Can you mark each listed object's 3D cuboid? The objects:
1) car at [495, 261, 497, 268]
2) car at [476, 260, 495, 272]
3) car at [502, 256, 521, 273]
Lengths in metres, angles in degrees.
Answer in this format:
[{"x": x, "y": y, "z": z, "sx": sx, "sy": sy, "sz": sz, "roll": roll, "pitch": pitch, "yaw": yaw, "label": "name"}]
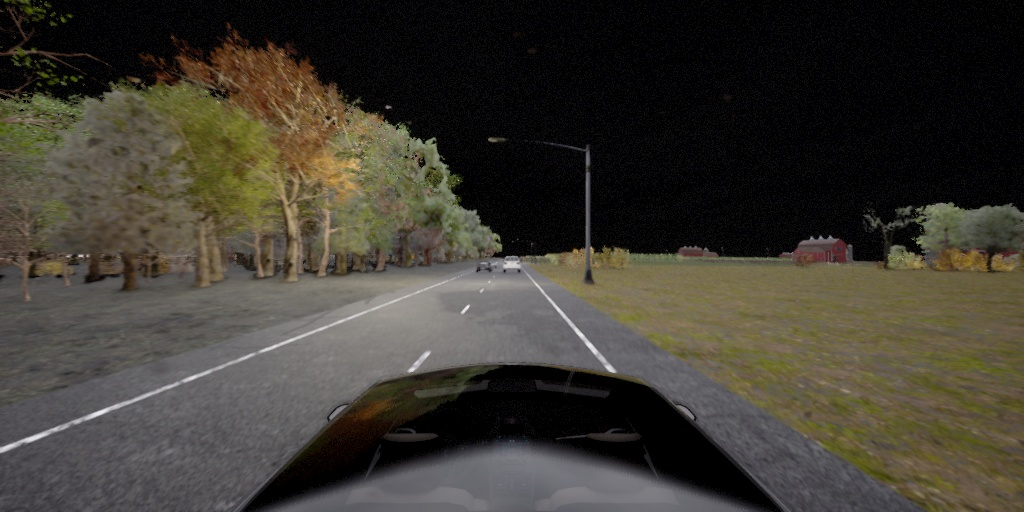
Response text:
[{"x": -3.483, "y": 1.410, "z": 61.100, "sx": 1.895, "sy": 1.301, "sz": 4.718, "roll": 0, "pitch": 0, "yaw": 1, "label": "car"}, {"x": -3.512, "y": 1.324, "z": 45.766, "sx": 1.812, "sy": 1.442, "sz": 4.674, "roll": 0, "pitch": 0, "yaw": 0, "label": "car"}, {"x": -0.015, "y": 1.020, "z": 45.136, "sx": 2.150, "sy": 2.045, "sz": 5.566, "roll": 0, "pitch": 0, "yaw": 0, "label": "car"}]
